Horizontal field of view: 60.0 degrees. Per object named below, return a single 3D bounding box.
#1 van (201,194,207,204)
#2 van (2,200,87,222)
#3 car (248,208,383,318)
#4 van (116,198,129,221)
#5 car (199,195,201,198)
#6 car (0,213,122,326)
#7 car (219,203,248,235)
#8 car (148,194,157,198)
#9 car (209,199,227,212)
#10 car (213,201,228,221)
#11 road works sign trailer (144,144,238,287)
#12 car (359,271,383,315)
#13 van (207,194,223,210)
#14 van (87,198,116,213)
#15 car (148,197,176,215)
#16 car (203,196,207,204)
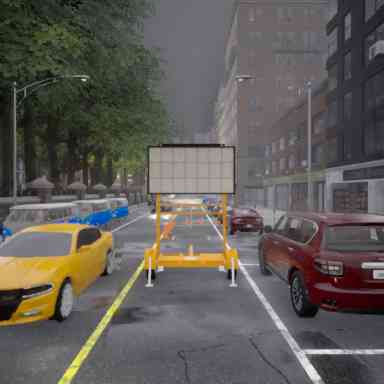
[{"bbox_3d":[2.758,1.291,52.647,1.690,1.788,3.998,0,0,0],"label":"van"},{"bbox_3d":[-5.695,1.338,12.986,1.690,1.788,3.998,0,0,0],"label":"van"},{"bbox_3d":[2.840,1.314,7.363,2.192,1.841,5.009,0,0,0],"label":"car"},{"bbox_3d":[-5.716,1.329,24.301,1.690,1.788,3.998,0,0,0],"label":"van"},{"bbox_3d":[2.748,1.505,58.308,1.947,1.339,4.313,0,0,0],"label":"car"},{"bbox_3d":[-3.114,1.476,7.444,1.882,1.535,5.008,0,0,0],"label":"car"},{"bbox_3d":[2.820,1.538,18.685,1.887,1.381,4.507,0,0,0],"label":"car"},{"bbox_3d":[-5.767,1.265,52.591,2.192,1.841,5.009,0,0,0],"label":"car"},{"bbox_3d":[2.799,1.564,30.006,1.802,1.307,4.206,0,0,0],"label":"car"},{"bbox_3d":[2.810,1.570,24.345,1.802,1.307,4.206,0,0,0],"label":"car"},{"bbox_3d":[-0.017,0.463,9.312,2.380,3.560,2.880,0,0,0],"label":"road works sign trailer"},{"bbox_3d":[2.851,1.582,1.703,1.802,1.307,4.206,0,0,0],"label":"car"},{"bbox_3d":[2.789,1.317,35.666,1.690,1.788,3.998,0,0,0],"label":"van"},{"bbox_3d":[-5.706,1.334,18.643,1.690,1.788,3.998,0,0,0],"label":"van"},{"bbox_3d":[-3.063,1.541,34.171,1.994,1.385,4.181,0,0,0],"label":"car"},{"bbox_3d":[2.779,1.513,41.326,1.887,1.381,4.507,0,0,0],"label":"car"}]
